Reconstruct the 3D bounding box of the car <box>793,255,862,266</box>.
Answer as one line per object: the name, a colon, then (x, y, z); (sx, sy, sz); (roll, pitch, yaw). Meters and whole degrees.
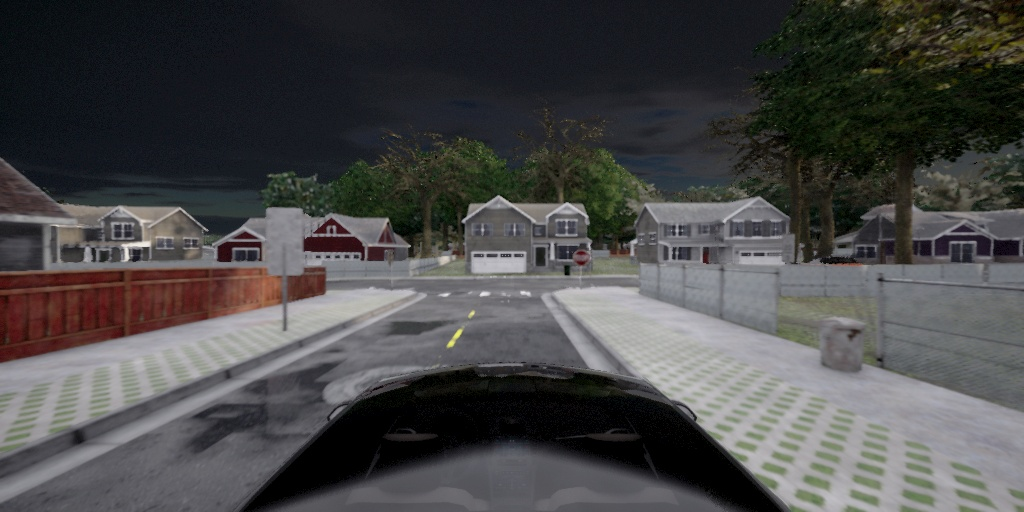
car: (22.851, 0.814, 26.255); (4.553, 1.767, 2.097); (-1, 1, 0)
